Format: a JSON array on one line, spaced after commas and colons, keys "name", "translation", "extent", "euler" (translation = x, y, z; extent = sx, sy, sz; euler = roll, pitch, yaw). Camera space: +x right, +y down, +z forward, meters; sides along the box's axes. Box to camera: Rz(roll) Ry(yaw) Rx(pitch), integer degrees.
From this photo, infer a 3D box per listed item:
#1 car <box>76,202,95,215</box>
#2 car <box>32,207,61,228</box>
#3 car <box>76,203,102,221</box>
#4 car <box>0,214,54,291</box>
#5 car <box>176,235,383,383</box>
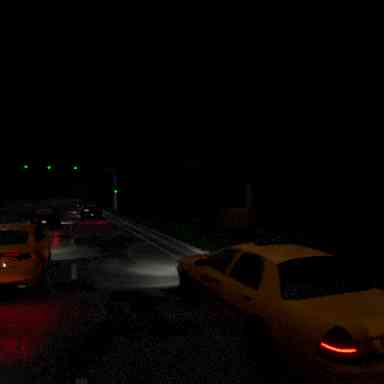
[{"name": "car", "translation": [-13.397, 2.049, 41.699], "extent": [1.994, 1.385, 4.181], "euler": [0, -1, -20]}, {"name": "car", "translation": [-10.619, 1.824, 24.224], "extent": [1.812, 1.442, 4.674], "euler": [0, -1, -21]}, {"name": "car", "translation": [-9.654, 1.857, 31.670], "extent": [2.128, 1.511, 4.902], "euler": [0, -1, -20]}, {"name": "car", "translation": [-4.974, 1.596, 9.074], "extent": [1.882, 1.535, 5.008], "euler": [0, -1, -20]}, {"name": "car", "translation": [1.200, 1.505, 5.732], "extent": [1.801, 1.575, 5.366], "euler": [0, -1, -20]}]
